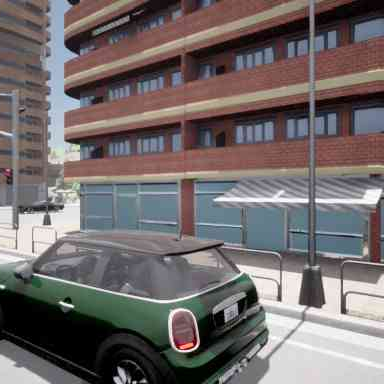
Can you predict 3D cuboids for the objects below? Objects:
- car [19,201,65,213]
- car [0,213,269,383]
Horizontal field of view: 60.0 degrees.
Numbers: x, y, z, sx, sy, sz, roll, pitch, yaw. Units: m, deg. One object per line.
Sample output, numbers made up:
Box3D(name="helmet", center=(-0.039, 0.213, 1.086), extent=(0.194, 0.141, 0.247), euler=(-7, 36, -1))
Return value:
Box3D(name="car", center=(-16.291, 1.601, 35.728), extent=(1.895, 1.301, 4.718), euler=(0, 0, 36))
Box3D(name="car", center=(-1.295, 1.352, 4.918), extent=(4.553, 1.767, 2.097), euler=(0, 0, 36))
